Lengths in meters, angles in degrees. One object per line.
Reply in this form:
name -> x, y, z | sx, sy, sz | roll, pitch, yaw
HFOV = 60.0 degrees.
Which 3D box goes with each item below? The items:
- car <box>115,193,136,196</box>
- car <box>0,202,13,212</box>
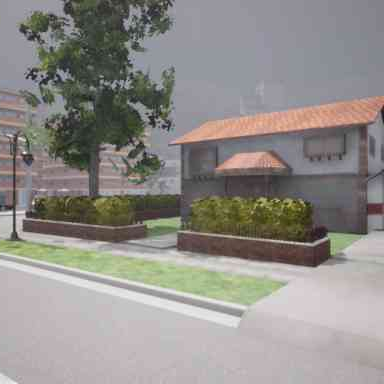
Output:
car -> -10.577, 1.219, 50.067 | 2.150, 2.045, 5.566 | 0, 0, 36
car -> -21.552, 1.598, 35.017 | 1.895, 1.301, 4.718 | 0, 0, 33
